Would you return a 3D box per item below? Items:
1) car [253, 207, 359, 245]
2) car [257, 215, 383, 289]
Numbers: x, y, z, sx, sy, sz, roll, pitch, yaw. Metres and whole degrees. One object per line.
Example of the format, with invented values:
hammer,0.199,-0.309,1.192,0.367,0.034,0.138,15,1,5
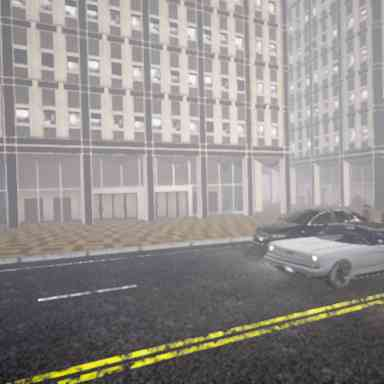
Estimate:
car,4.577,1.356,12.541,4.892,1.490,1.837,-1,0,-25
car,4.286,1.489,8.813,4.718,1.301,1.895,-1,1,-26
